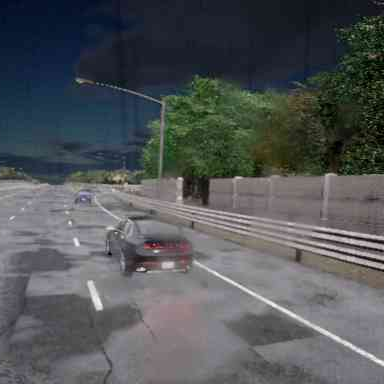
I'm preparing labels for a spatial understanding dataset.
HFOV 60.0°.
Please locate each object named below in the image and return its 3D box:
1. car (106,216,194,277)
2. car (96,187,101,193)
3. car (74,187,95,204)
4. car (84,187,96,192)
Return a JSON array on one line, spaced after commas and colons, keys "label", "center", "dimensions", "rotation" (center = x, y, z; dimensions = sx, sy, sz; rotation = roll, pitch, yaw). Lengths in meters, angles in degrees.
[{"label": "car", "center": [-1.481, 1.506, 10.404], "dimensions": [1.837, 1.490, 4.892], "rotation": [3, 0, -22]}, {"label": "car", "center": [-23.797, -0.521, 82.338], "dimensions": [2.033, 1.411, 5.357], "rotation": [3, 1, -9]}, {"label": "car", "center": [-13.102, 0.588, 40.134], "dimensions": [1.812, 1.442, 4.674], "rotation": [3, 1, -19]}, {"label": "car", "center": [-19.809, -0.188, 62.864], "dimensions": [1.837, 1.490, 4.892], "rotation": [3, 1, -14]}]
